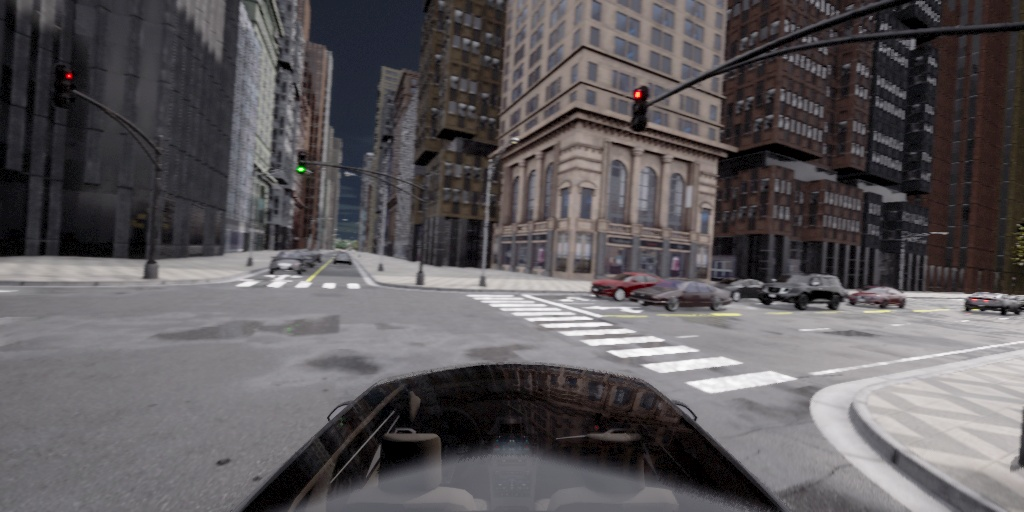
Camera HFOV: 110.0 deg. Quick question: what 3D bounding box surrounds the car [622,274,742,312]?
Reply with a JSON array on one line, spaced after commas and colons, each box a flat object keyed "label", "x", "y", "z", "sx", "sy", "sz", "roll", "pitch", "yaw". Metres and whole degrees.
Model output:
[{"label": "car", "x": 8.251, "y": 1.838, "z": 17.363, "sx": 5.357, "sy": 1.411, "sz": 2.033, "roll": 4, "pitch": 0, "yaw": -25}]

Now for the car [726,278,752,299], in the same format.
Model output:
[{"label": "car", "x": 15.216, "y": 2.232, "z": 24.214, "sx": 4.892, "sy": 1.490, "sz": 1.837, "roll": 4, "pitch": 0, "yaw": -25}]

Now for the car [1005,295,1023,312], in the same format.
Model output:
[{"label": "car", "x": 44.552, "y": 4.141, "z": 30.693, "sx": 4.718, "sy": 1.301, "sz": 1.895, "roll": 4, "pitch": 0, "yaw": -25}]

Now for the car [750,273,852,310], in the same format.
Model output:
[{"label": "car", "x": 17.486, "y": 2.086, "z": 21.671, "sx": 5.566, "sy": 2.045, "sz": 2.150, "roll": 4, "pitch": 0, "yaw": -24}]

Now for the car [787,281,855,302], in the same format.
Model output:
[{"label": "car", "x": 24.701, "y": 2.864, "z": 28.657, "sx": 5.357, "sy": 1.411, "sz": 2.033, "roll": 4, "pitch": 0, "yaw": -25}]

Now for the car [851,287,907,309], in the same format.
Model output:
[{"label": "car", "x": 26.423, "y": 2.946, "z": 25.867, "sx": 4.674, "sy": 1.442, "sz": 1.812, "roll": 4, "pitch": 0, "yaw": -25}]

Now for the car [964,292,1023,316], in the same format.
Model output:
[{"label": "car", "x": 35.295, "y": 3.459, "z": 26.300, "sx": 4.902, "sy": 1.511, "sz": 2.128, "roll": 4, "pitch": 0, "yaw": -24}]

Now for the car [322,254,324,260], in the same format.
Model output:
[{"label": "car", "x": -23.509, "y": 0.021, "z": 42.411, "sx": 1.837, "sy": 1.490, "sz": 4.892, "roll": 4, "pitch": 0, "yaw": -25}]

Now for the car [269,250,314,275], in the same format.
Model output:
[{"label": "car", "x": -15.197, "y": 0.417, "z": 24.577, "sx": 2.128, "sy": 1.511, "sz": 4.902, "roll": 4, "pitch": 0, "yaw": -25}]

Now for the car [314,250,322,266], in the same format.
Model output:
[{"label": "car", "x": -19.148, "y": 0.222, "z": 33.048, "sx": 2.128, "sy": 1.511, "sz": 4.902, "roll": 4, "pitch": 0, "yaw": -25}]

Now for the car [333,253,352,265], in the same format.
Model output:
[{"label": "car", "x": -20.132, "y": 0.292, "z": 42.691, "sx": 1.994, "sy": 1.385, "sz": 4.181, "roll": 4, "pitch": 0, "yaw": -25}]

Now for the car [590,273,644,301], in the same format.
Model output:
[{"label": "car", "x": 6.740, "y": 1.678, "z": 20.239, "sx": 5.008, "sy": 1.535, "sz": 1.882, "roll": 4, "pitch": 0, "yaw": -25}]
